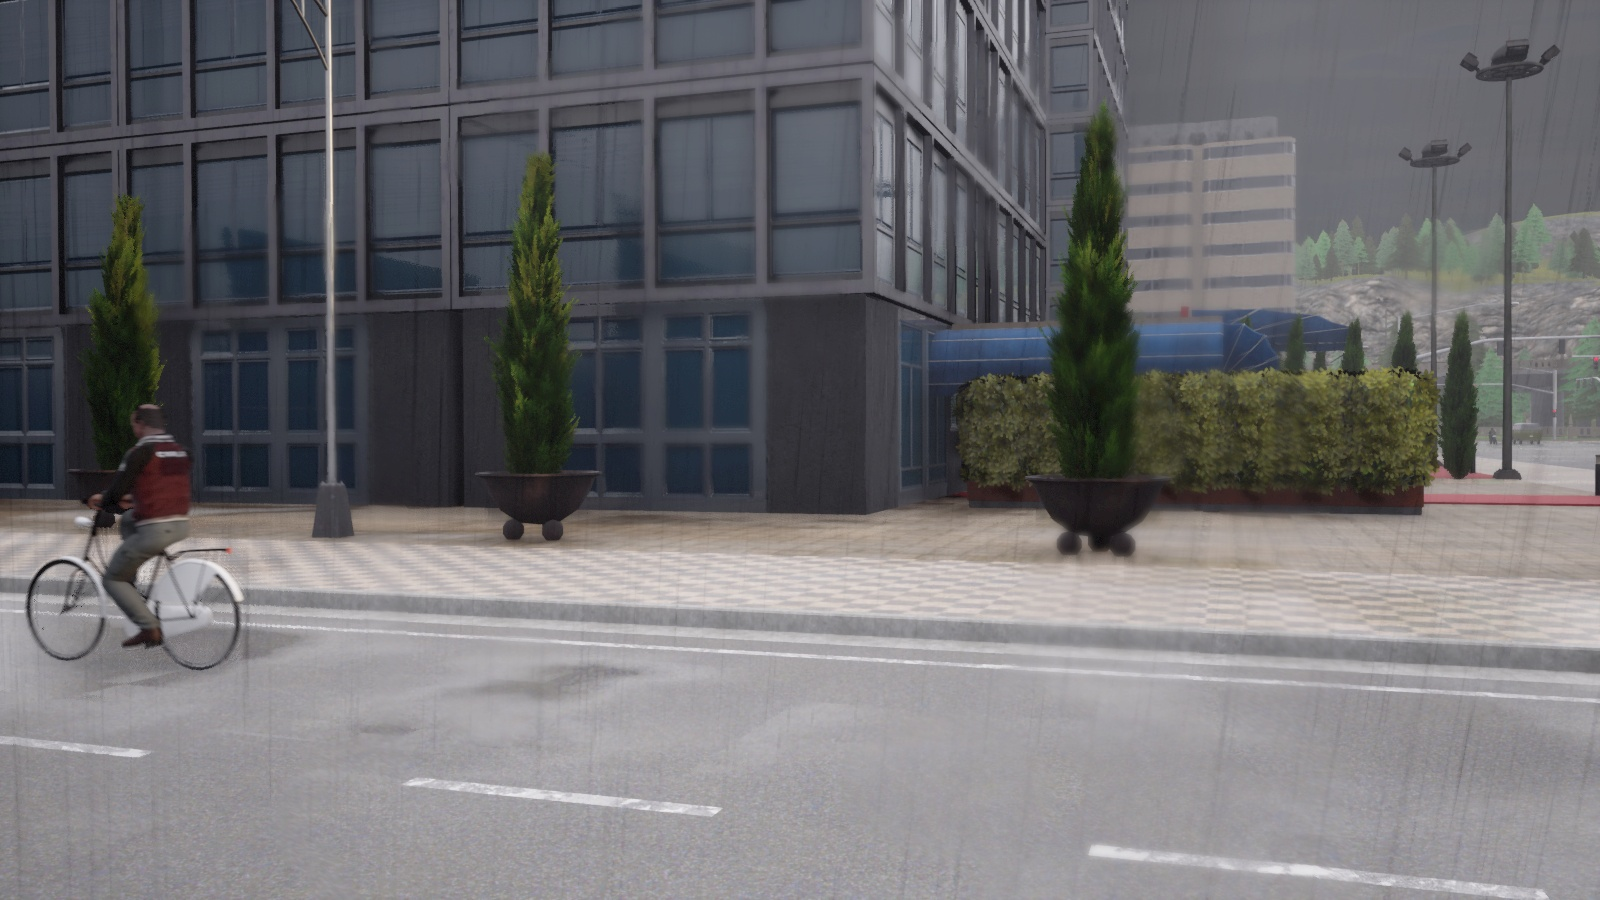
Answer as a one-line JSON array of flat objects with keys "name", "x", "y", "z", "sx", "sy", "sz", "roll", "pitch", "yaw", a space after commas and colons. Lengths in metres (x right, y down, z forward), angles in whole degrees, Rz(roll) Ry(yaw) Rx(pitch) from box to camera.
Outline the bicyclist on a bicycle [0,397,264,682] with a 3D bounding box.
[{"name": "bicyclist on a bicycle", "x": -4.579, "y": 0.545, "z": 8.423, "sx": 1.843, "sy": 1.776, "sz": 0.659, "roll": 1, "pitch": 1, "yaw": 19}]
